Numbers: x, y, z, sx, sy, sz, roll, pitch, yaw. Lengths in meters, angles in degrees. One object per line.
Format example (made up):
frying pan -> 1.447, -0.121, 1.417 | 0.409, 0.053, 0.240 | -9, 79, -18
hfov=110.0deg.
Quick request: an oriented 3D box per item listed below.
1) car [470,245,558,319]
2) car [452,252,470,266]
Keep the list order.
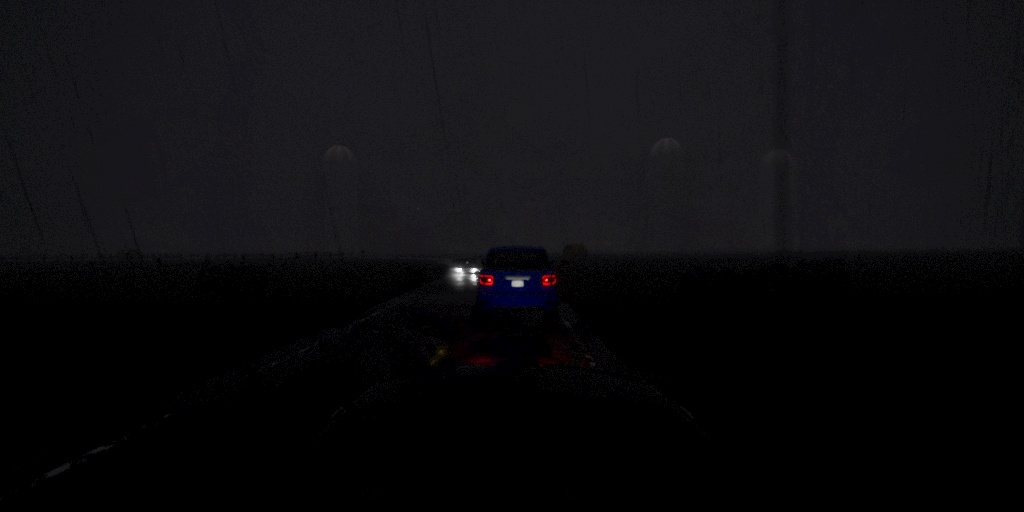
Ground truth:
car -> 0.162, 0.673, 11.405 | 2.150, 2.045, 5.566 | 0, 2, 0
car -> -4.976, 0.287, 36.883 | 1.895, 1.301, 4.718 | -1, 2, -17
